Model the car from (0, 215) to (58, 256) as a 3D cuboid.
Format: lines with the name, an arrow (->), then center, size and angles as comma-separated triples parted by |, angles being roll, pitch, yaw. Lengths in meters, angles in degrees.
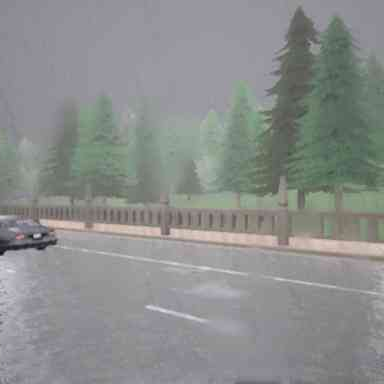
car -> -7.732, 1.678, 13.681 | 5.357, 1.411, 2.033 | -1, 0, 36
